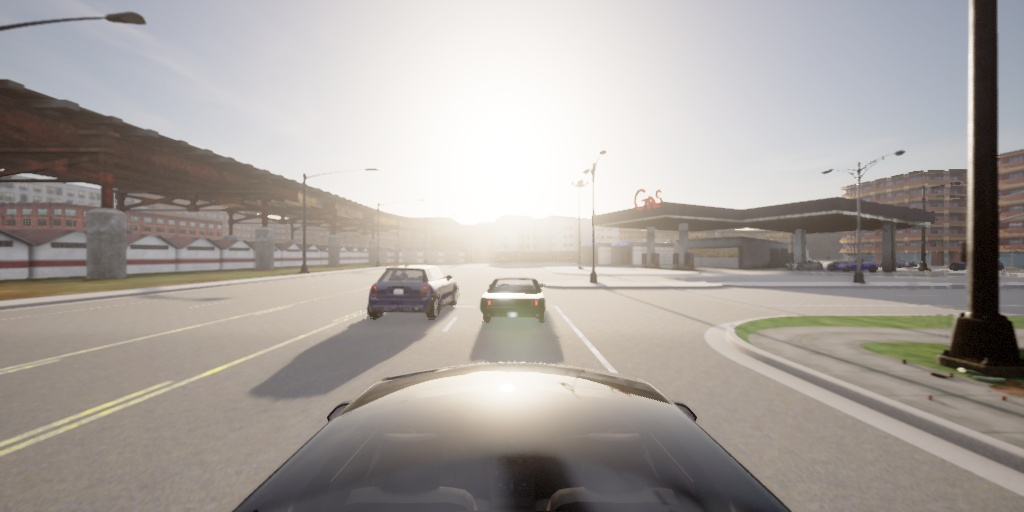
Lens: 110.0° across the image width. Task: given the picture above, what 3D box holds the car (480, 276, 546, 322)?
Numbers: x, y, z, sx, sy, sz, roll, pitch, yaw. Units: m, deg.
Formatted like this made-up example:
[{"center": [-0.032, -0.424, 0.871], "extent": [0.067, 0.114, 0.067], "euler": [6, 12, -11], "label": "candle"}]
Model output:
[{"center": [0.161, 1.341, 12.212], "extent": [1.895, 1.301, 4.718], "euler": [0, 0, 3], "label": "car"}]

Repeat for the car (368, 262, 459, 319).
[{"center": [-3.316, 1.092, 12.910], "extent": [2.097, 1.767, 4.553], "euler": [0, 0, 3], "label": "car"}]
